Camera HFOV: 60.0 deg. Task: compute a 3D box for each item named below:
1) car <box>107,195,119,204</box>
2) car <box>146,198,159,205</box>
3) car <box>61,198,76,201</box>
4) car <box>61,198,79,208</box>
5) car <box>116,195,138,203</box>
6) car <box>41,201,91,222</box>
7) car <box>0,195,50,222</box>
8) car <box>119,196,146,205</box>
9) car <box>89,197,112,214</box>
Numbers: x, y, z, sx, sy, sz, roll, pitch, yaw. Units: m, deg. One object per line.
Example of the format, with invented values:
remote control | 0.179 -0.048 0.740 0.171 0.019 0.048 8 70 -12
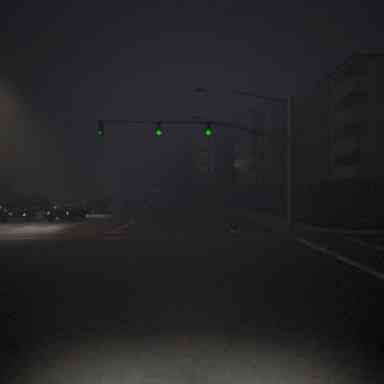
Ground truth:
car | -16.175 1.395 65.624 2.097 1.767 4.553 0 0 -45
car | -7.840 1.653 60.539 1.895 1.301 4.718 0 0 -32
car | -14.058 1.568 37.301 1.812 1.442 4.674 0 0 -9
car | -18.952 1.640 51.650 1.895 1.301 4.718 0 0 -30
car | -13.287 1.474 67.661 2.128 1.511 4.902 0 0 -45
car | -9.995 1.645 26.875 1.895 1.301 4.718 0 0 0
car | -13.491 1.262 27.363 2.150 2.045 5.566 0 0 -1
car | -10.473 1.596 58.170 2.033 1.411 5.357 0 0 -32
car | -10.417 1.593 36.521 2.033 1.411 5.357 0 0 -7
